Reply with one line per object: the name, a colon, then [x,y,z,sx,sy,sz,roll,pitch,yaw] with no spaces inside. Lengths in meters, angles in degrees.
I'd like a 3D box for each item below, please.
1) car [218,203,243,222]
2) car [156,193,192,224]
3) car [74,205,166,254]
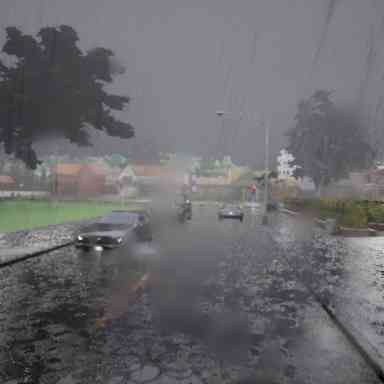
car: [3.225,1.611,27.543,1.994,1.385,4.181,2,0,7]
car: [-1.310,1.130,24.579,2.150,2.045,5.566,2,0,7]
car: [-2.691,1.437,13.330,2.033,1.411,5.357,2,0,7]
